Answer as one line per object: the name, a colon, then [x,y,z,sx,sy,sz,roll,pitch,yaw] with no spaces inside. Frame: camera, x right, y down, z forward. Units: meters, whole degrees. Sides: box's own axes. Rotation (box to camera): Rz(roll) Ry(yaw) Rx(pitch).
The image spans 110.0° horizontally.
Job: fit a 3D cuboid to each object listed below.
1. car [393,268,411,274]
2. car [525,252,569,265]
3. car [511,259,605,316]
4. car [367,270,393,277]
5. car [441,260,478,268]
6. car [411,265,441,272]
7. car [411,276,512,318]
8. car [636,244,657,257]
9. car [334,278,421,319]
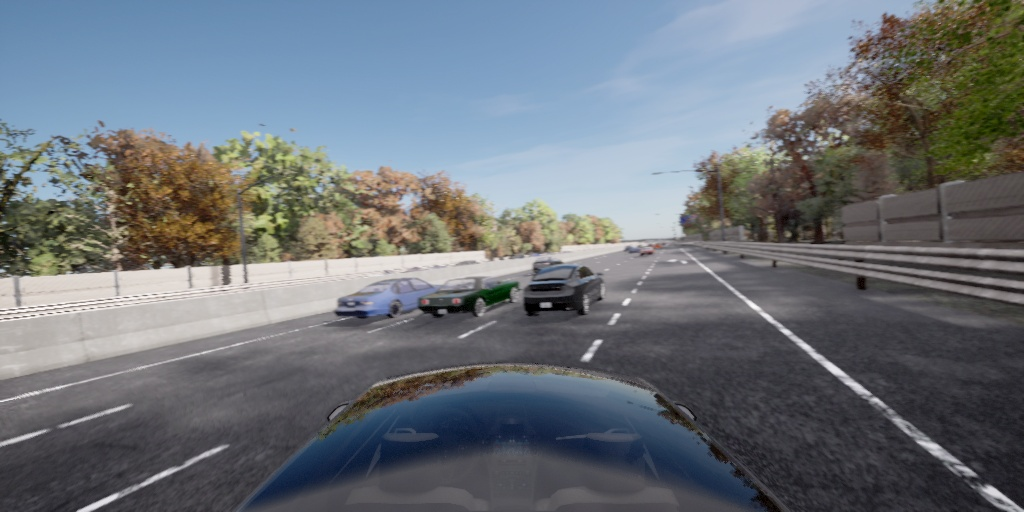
car: [-11.493,2.076,42.477,1.994,1.385,4.181,-5,0,24]
car: [3.334,0.783,32.719,2.128,1.511,4.902,-5,0,24]
car: [1.906,1.033,12.229,1.837,1.490,4.892,-5,0,24]
car: [-15.059,2.416,43.043,1.895,1.301,4.718,-5,0,24]
car: [-5.249,1.343,39.397,2.097,1.767,4.553,-5,0,24]
car: [-8.488,1.811,40.655,2.033,1.411,5.357,-5,0,24]
car: [-1.338,1.399,13.498,1.895,1.301,4.718,-5,0,24]
car: [20.259,-0.675,53.736,1.895,1.301,4.718,-5,0,24]
car: [-4.582,1.617,14.805,2.033,1.411,5.357,-5,0,24]
